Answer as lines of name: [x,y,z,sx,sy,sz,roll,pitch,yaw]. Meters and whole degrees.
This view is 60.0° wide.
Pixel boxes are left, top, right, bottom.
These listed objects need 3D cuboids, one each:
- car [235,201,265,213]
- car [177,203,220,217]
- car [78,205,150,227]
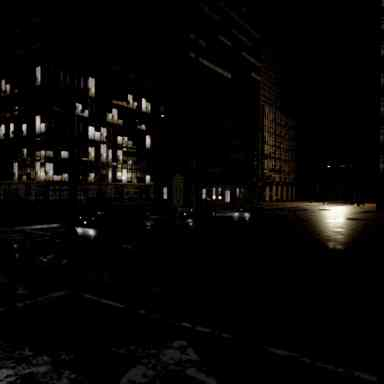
car: [7.006,1.757,40.231,1.895,1.301,4.718,1,0,37]
car: [0.697,1.709,31.808,1.895,1.301,4.718,1,0,37]
car: [-5.347,1.610,23.705,2.033,1.411,5.357,1,0,37]
